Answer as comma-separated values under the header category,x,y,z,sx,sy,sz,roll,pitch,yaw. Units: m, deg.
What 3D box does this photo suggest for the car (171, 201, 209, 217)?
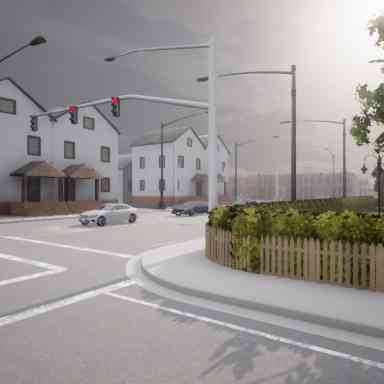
category,x,y,z,sx,sy,sz,roll,pitch,yaw
car,0.261,1.548,32.146,2.033,1.411,5.357,0,0,35

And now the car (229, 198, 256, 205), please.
category,x,y,z,sx,sy,sz,roll,pitch,yaw
car,6.225,1.491,40.758,2.128,1.511,4.902,0,0,35

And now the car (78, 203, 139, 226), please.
category,x,y,z,sx,sy,sz,roll,pitch,yaw
car,-5.729,1.526,23.473,1.812,1.442,4.674,0,0,35
